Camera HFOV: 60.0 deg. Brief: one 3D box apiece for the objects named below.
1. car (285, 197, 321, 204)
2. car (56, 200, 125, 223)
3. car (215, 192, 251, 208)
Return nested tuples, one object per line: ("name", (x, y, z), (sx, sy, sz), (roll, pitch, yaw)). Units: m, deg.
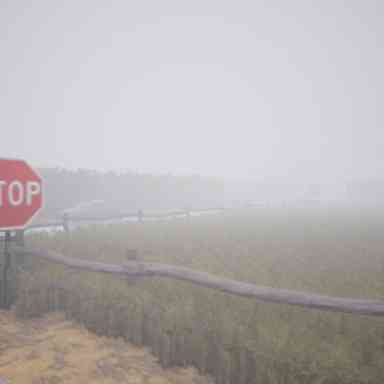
("car", (14.353, 1.320, 43.105), (4.718, 1.301, 1.895), (-1, 1, -16))
("car", (-6.685, 1.352, 22.349), (1.837, 1.490, 4.892), (1, 0, 36))
("car", (4.853, 0.984, 38.270), (2.150, 2.045, 5.566), (1, 1, 36))
